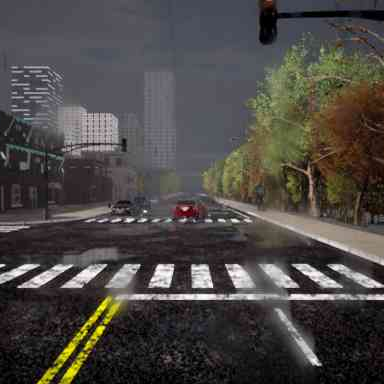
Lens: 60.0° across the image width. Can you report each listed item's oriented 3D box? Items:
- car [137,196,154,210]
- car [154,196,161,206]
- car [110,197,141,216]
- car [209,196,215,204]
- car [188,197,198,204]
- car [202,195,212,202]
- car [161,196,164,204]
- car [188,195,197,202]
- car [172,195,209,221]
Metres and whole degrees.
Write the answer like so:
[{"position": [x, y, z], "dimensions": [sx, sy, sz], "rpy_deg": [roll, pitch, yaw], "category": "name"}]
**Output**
[{"position": [-6.548, 1.329, 42.756], "dimensions": [2.097, 1.767, 4.553], "rpy_deg": [0, 0, 0], "category": "car"}, {"position": [-6.532, 1.496, 53.050], "dimensions": [1.812, 1.442, 4.674], "rpy_deg": [0, 0, 0], "category": "car"}, {"position": [-6.561, 1.509, 32.564], "dimensions": [1.812, 1.442, 4.674], "rpy_deg": [0, 0, 0], "category": "car"}, {"position": [3.412, 1.511, 63.197], "dimensions": [2.033, 1.411, 5.357], "rpy_deg": [0, 0, -1], "category": "car"}, {"position": [0.161, 1.563, 64.269], "dimensions": [1.895, 1.301, 4.718], "rpy_deg": [0, 0, 0], "category": "car"}, {"position": [3.328, 1.495, 74.422], "dimensions": [2.033, 1.411, 5.357], "rpy_deg": [0, 0, 0], "category": "car"}, {"position": [-6.484, 1.455, 63.493], "dimensions": [2.128, 1.511, 4.902], "rpy_deg": [0, 0, 1], "category": "car"}, {"position": [0.074, 1.455, 74.381], "dimensions": [1.837, 1.490, 4.892], "rpy_deg": [0, 0, 0], "category": "car"}, {"position": [-0.178, 1.339, 27.015], "dimensions": [2.097, 1.767, 4.553], "rpy_deg": [0, 0, 10], "category": "car"}]
